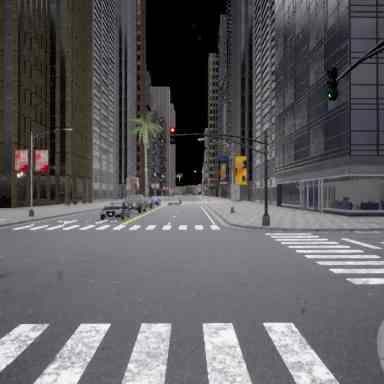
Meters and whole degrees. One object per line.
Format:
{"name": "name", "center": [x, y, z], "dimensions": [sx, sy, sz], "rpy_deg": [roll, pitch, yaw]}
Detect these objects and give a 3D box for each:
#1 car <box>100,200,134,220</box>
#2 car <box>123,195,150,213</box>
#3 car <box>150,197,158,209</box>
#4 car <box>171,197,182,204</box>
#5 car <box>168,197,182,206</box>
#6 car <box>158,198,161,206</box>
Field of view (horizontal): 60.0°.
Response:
{"name": "car", "center": [-6.634, 1.628, 29.136], "dimensions": [1.994, 1.385, 4.181], "rpy_deg": [0, 0, 0]}
{"name": "car", "center": [-6.647, 1.315, 38.460], "dimensions": [2.150, 2.045, 5.566], "rpy_deg": [0, 0, 0]}
{"name": "car", "center": [-6.652, 1.484, 48.388], "dimensions": [2.097, 1.767, 4.553], "rpy_deg": [0, 0, 0]}
{"name": "car", "center": [-3.238, 1.790, 69.702], "dimensions": [1.994, 1.385, 4.181], "rpy_deg": [0, 0, 0]}
{"name": "car", "center": [-3.227, 1.782, 59.806], "dimensions": [1.895, 1.301, 4.718], "rpy_deg": [0, 0, 0]}
{"name": "car", "center": [-6.621, 1.653, 58.528], "dimensions": [1.882, 1.535, 5.008], "rpy_deg": [0, 0, 0]}
